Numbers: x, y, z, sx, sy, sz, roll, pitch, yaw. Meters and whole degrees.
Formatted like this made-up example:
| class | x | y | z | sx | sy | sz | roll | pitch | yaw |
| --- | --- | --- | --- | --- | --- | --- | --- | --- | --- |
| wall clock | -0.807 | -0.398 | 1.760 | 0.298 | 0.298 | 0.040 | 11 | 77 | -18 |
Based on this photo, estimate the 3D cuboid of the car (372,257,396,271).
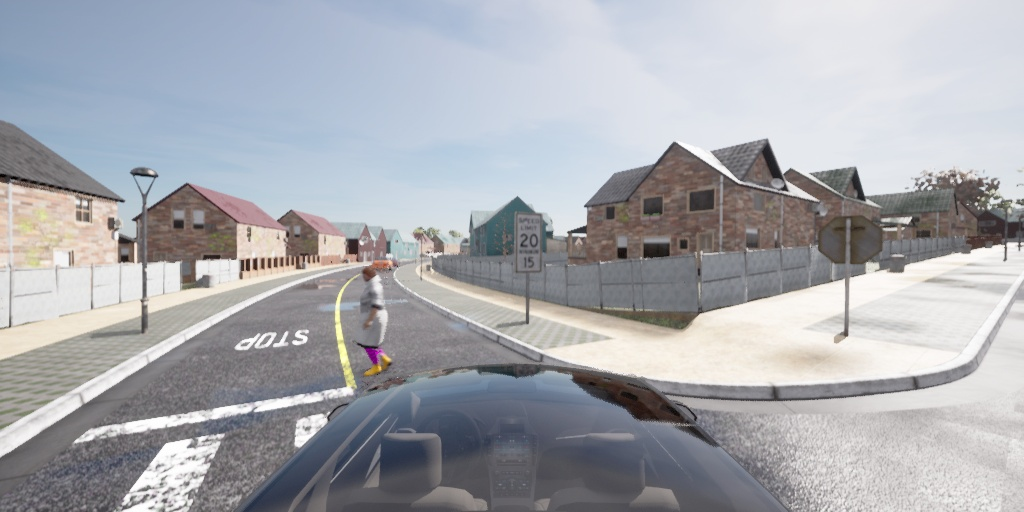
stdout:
| class | x | y | z | sx | sy | sz | roll | pitch | yaw |
| --- | --- | --- | --- | --- | --- | --- | --- | --- | --- |
| car | -15.505 | 0.861 | 43.002 | 2.097 | 1.767 | 4.553 | 0 | 1 | -15 |

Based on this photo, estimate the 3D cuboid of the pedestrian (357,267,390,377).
| class | x | y | z | sx | sy | sz | roll | pitch | yaw |
| --- | --- | --- | --- | --- | --- | --- | --- | --- | --- |
| pedestrian | -2.317 | 1.035 | 5.986 | 0.375 | 1.860 | 0.375 | -1 | 1 | -29 |

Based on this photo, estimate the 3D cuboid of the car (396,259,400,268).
| class | x | y | z | sx | sy | sz | roll | pitch | yaw |
| --- | --- | --- | --- | --- | --- | --- | --- | --- | --- |
| car | -17.605 | 0.948 | 52.614 | 1.994 | 1.385 | 4.181 | 0 | 1 | -11 |
